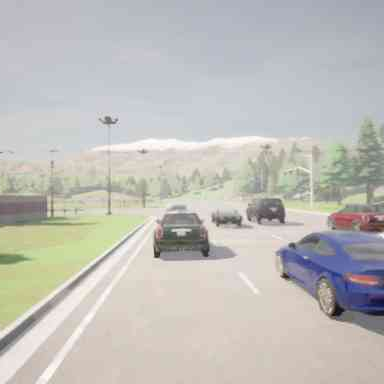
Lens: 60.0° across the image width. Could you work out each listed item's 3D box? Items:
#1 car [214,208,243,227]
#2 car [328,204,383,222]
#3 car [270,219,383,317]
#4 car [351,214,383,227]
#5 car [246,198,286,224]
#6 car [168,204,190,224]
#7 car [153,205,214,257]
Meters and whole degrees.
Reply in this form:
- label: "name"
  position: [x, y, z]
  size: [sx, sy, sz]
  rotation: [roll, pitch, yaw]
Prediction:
- label: "car"
  position: [2.534, 1.896, 25.467]
  size: [1.895, 1.301, 4.718]
  rotation: [-1, -1, -3]
- label: "car"
  position: [9.794, 1.462, 19.508]
  size: [2.097, 1.767, 4.553]
  rotation: [-1, -1, -3]
- label: "car"
  position: [3.303, 1.576, 7.455]
  size: [1.812, 1.442, 4.674]
  rotation: [-1, -1, -2]
- label: "car"
  position: [6.719, 1.551, 9.445]
  size: [1.812, 1.442, 4.674]
  rotation: [-1, -1, -2]
- label: "car"
  position: [5.948, 1.490, 27.310]
  size: [2.150, 2.045, 5.566]
  rotation: [-1, -1, -3]
- label: "car"
  position: [-1.158, 1.907, 29.539]
  size: [1.837, 1.490, 4.892]
  rotation: [-1, -1, -2]
- label: "car"
  position: [-0.472, 1.545, 14.086]
  size: [2.097, 1.767, 4.553]
  rotation: [-1, -1, -2]
